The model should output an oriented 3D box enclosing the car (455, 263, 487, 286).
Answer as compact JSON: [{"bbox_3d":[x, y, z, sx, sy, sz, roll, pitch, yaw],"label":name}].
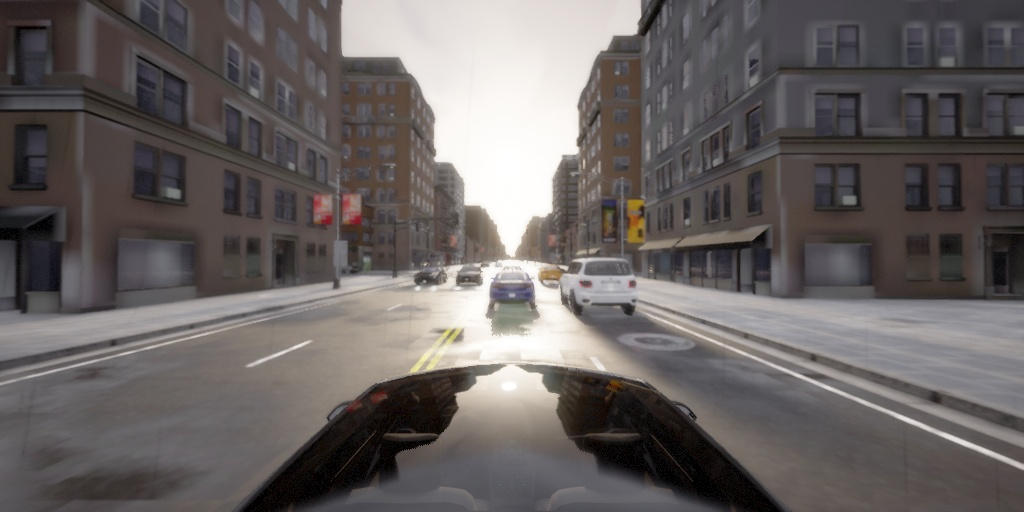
[{"bbox_3d":[-3.269,1.506,28.424,1.837,1.490,4.892,0,-1,0],"label":"car"}]

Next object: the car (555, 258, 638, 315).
[{"bbox_3d":[3.259,1.095,14.451,2.150,2.045,5.566,0,0,0],"label":"car"}]

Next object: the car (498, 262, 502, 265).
[{"bbox_3d":[0.025,1.500,31.012,1.882,1.535,5.008,0,0,0],"label":"car"}]

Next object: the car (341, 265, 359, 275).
[{"bbox_3d":[-22.123,1.745,46.511,4.313,1.339,1.948,0,0,0],"label":"car"}]

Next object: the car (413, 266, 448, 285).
[{"bbox_3d":[-6.508,1.556,29.411,2.033,1.411,5.357,0,-1,0],"label":"car"}]

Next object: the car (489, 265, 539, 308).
[{"bbox_3d":[0.028,1.362,16.116,1.882,1.535,5.008,0,0,1],"label":"car"}]

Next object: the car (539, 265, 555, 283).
[{"bbox_3d":[3.297,1.500,31.021,1.882,1.535,5.008,0,0,1],"label":"car"}]
